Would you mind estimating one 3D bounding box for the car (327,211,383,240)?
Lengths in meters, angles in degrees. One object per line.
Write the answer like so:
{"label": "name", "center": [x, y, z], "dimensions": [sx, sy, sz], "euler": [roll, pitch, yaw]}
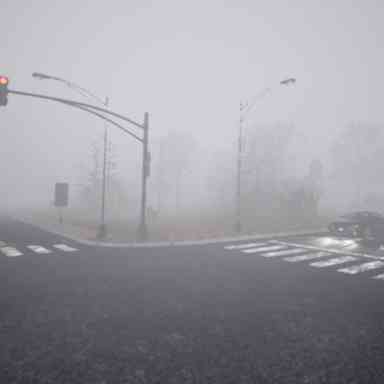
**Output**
{"label": "car", "center": [9.310, 1.763, 18.310], "dimensions": [4.181, 1.385, 1.994], "euler": [1, 0, -36]}
